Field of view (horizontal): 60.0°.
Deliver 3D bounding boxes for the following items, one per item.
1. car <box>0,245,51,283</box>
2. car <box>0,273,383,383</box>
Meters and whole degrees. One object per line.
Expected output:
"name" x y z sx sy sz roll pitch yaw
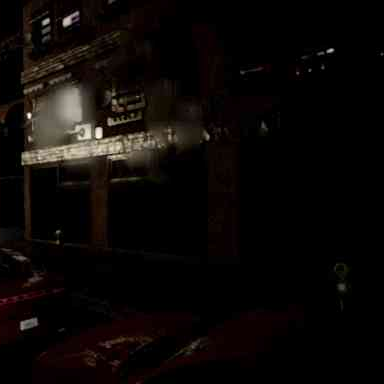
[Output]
"car" -3.864 1.519 5.498 4.507 1.381 1.887 0 -1 36
"car" 0.638 1.542 2.288 4.507 1.381 1.887 0 -1 36
